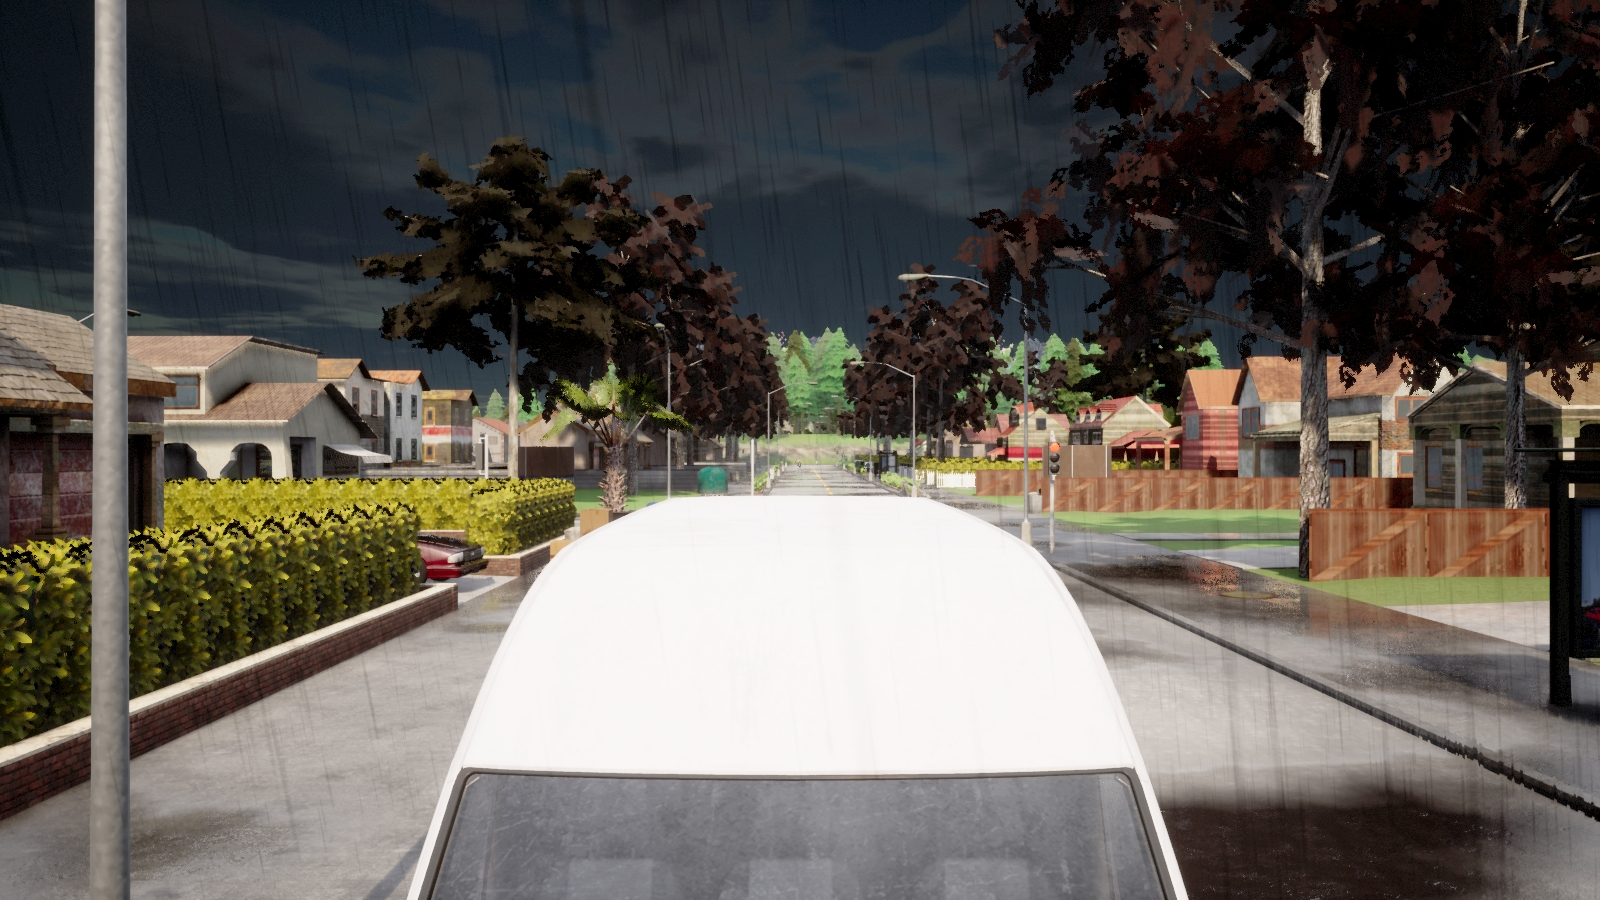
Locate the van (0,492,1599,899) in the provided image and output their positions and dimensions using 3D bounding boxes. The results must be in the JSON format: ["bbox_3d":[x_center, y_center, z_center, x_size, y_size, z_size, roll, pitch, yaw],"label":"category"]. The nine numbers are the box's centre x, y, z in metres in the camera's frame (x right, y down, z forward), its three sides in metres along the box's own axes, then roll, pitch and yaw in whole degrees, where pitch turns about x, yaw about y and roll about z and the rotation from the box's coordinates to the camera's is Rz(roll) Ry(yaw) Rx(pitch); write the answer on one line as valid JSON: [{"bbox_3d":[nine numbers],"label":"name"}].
[{"bbox_3d":[0.002,1.537,4.030,1.988,2.561,5.915,0,0,0],"label":"van"}]
